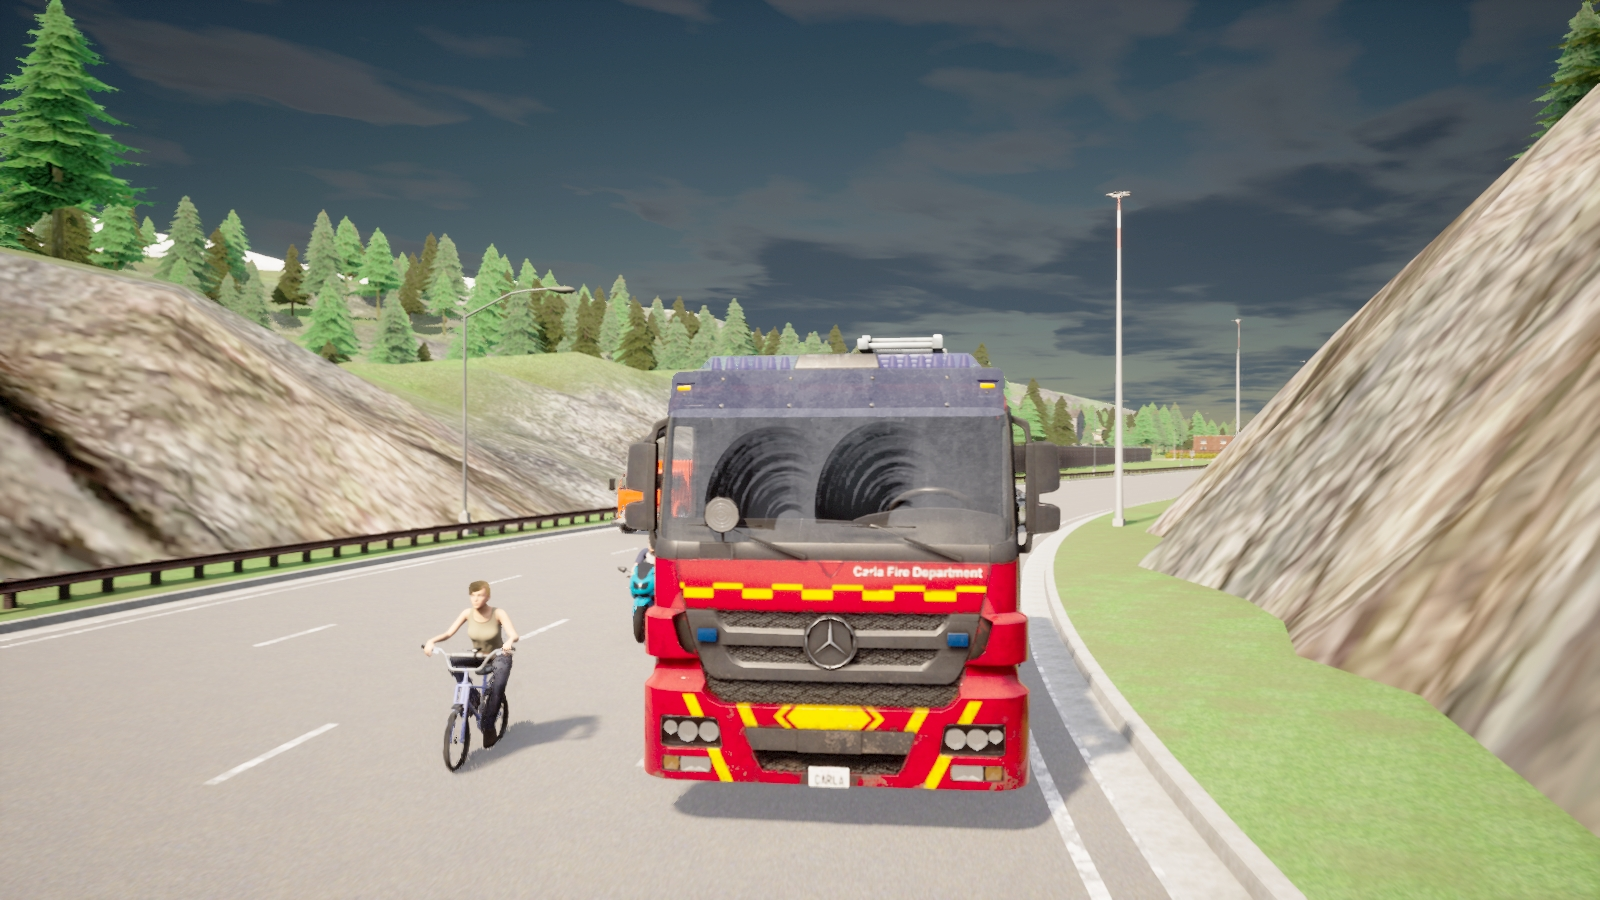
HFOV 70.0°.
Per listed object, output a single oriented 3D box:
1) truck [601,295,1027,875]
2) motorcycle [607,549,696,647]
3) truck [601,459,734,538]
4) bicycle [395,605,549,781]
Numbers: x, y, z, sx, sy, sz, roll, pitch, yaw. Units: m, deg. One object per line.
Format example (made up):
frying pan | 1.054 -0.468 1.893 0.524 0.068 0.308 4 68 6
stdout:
truck | 0.588 0.890 11.910 2.891 3.827 8.468 0 0 7
motorcycle | -2.205 2.185 17.228 0.803 1.199 2.033 0 0 8
truck | -4.429 1.569 39.252 2.627 2.467 5.204 0 0 18
bicycle | -2.950 2.157 10.438 0.859 1.277 1.487 0 0 5
